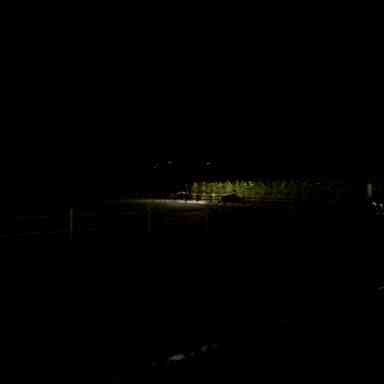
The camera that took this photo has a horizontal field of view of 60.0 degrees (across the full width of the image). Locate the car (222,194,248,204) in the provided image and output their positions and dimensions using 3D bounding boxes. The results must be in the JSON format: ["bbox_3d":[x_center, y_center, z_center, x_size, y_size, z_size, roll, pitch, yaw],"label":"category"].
[{"bbox_3d":[6.662,1.111,51.912,2.128,1.511,4.902,0,0,-32],"label":"car"}]

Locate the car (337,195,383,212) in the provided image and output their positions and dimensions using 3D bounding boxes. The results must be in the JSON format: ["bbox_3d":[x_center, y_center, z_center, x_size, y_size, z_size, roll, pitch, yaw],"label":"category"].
[{"bbox_3d":[17.651,1.126,34.755,2.097,1.767,4.553,0,0,-32],"label":"car"}]
